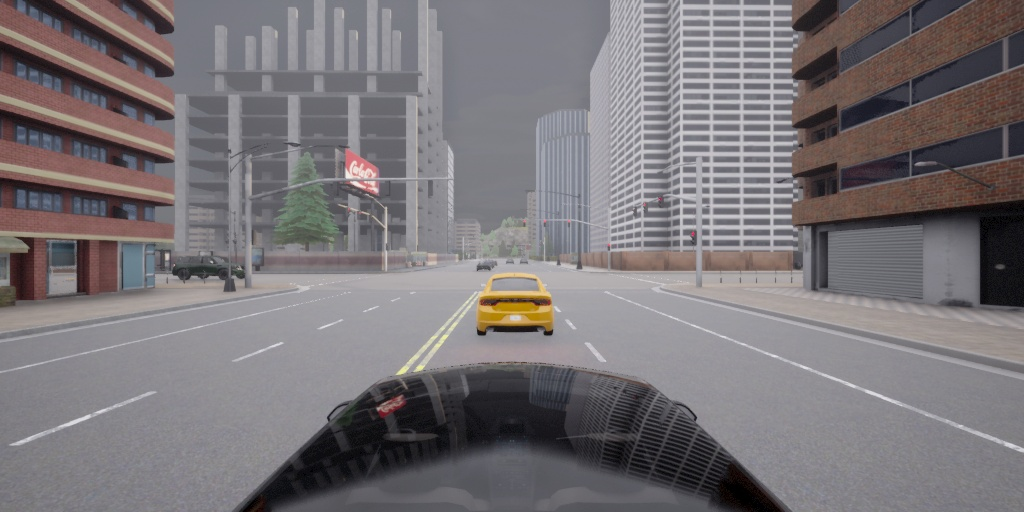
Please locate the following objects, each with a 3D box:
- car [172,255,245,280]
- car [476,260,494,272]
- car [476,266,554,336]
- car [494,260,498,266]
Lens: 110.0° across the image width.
[{"bbox_3d":[-25.304,0.972,30.302,5.566,2.045,2.150,0,0,-1],"label":"car"},{"bbox_3d":[-3.645,1.351,46.225,1.895,1.301,4.718,0,0,-3],"label":"car"},{"bbox_3d":[0.065,1.228,10.468,1.882,1.535,5.008,0,0,0],"label":"car"},{"bbox_3d":[-3.885,1.298,60.114,2.033,1.411,5.357,0,0,0],"label":"car"}]
